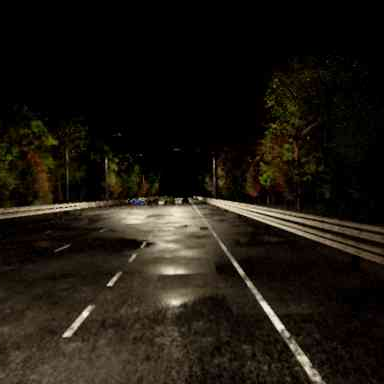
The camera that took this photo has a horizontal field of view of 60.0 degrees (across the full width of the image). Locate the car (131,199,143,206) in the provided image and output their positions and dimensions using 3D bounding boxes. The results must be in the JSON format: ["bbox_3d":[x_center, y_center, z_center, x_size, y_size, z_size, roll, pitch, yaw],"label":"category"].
[{"bbox_3d":[-11.971,2.246,72.512,1.882,1.535,5.008,-1,0,-1],"label":"car"}]

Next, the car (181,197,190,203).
[{"bbox_3d":[-1.659,2.074,83.117,2.033,1.411,5.357,-1,0,-1],"label":"car"}]

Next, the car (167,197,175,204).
[{"bbox_3d":[-5.159,2.084,83.055,1.882,1.535,5.008,-1,0,-1],"label":"car"}]

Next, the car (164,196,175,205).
[{"bbox_3d":[-4.979,1.849,72.668,2.150,2.045,5.566,-1,0,-1],"label":"car"}]

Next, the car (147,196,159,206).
[{"bbox_3d":[-8.479,1.922,72.629,2.150,2.045,5.566,-1,0,-1],"label":"car"}]

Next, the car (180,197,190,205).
[{"bbox_3d":[-1.481,2.081,73.114,1.812,1.442,4.674,-1,0,-1],"label":"car"}]
